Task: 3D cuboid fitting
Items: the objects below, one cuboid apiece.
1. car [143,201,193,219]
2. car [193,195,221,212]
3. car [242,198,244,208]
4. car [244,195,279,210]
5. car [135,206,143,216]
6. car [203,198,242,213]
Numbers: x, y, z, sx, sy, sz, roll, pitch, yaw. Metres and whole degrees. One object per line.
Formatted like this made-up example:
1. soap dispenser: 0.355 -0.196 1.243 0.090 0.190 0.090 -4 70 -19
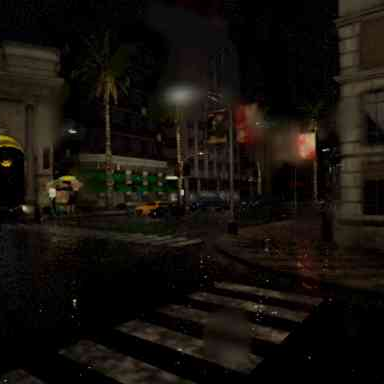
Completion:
1. car: -2.229 1.785 31.881 1.994 1.385 4.181 -1 0 36
2. car: 1.913 1.479 43.381 2.150 2.045 5.566 -1 0 37
3. car: 8.614 1.600 51.058 4.553 1.767 2.097 0 0 -43
4. car: 10.493 1.434 48.129 5.566 2.045 2.150 0 -1 -45
5. car: -3.903 1.737 35.513 1.882 1.535 5.008 -1 0 37
6. car: 3.694 1.746 39.896 1.812 1.442 4.674 -1 0 37
